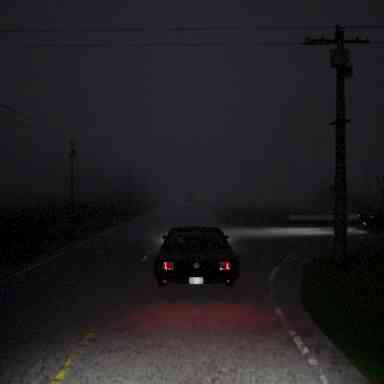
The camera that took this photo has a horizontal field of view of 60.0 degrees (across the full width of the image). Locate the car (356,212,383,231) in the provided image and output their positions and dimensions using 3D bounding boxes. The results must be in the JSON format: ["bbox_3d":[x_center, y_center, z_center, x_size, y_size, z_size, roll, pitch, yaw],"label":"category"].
[{"bbox_3d":[11.682,1.372,18.256,4.718,1.301,1.895,-2,0,1],"label":"car"}]

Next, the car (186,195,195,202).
[{"bbox_3d":[-0.388,1.376,71.033,1.837,1.490,4.892,0,0,-1],"label":"car"}]

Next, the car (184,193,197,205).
[{"bbox_3d":[-0.278,1.255,60.505,2.150,2.045,5.566,0,0,-1],"label":"car"}]

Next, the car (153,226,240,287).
[{"bbox_3d":[0.098,1.606,9.332,1.895,1.301,4.718,0,0,0],"label":"car"}]
